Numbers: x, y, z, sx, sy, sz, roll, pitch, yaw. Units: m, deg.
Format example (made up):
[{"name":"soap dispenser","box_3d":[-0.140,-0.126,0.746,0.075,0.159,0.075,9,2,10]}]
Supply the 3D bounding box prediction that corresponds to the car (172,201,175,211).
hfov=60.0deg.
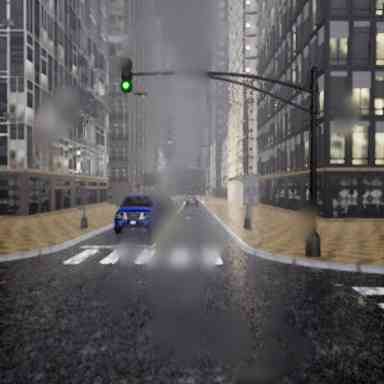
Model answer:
[{"name":"car","box_3d":[-3.064,1.499,39.778,1.812,1.442,4.674,0,0,0]}]

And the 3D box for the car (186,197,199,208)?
[{"name":"car","box_3d":[0.022,1.477,49.067,2.128,1.511,4.902,0,0,0]}]

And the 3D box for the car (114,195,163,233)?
[{"name":"car","box_3d":[-3.089,1.193,19.657,2.150,2.045,5.566,0,0,-2]}]

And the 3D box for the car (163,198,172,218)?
[{"name":"car","box_3d":[-3.080,1.449,29.695,1.882,1.535,5.008,0,0,0]}]

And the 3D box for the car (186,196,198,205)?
[{"name":"car","box_3d":[0.026,1.540,59.485,2.033,1.411,5.357,0,0,0]}]
